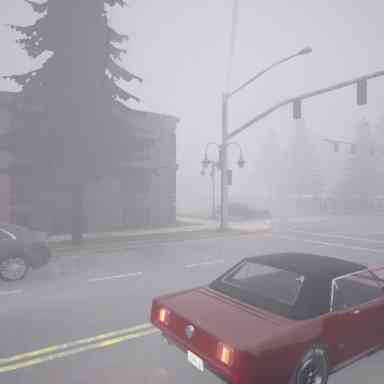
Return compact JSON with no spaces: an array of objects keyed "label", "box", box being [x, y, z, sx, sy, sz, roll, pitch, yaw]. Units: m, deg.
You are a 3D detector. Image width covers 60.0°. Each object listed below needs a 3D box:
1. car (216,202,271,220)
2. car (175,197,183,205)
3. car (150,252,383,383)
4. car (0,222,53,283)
[{"label":"car","box":[4.325,1.547,28.847,2.033,1.411,5.357,0,0,-33]},{"label":"car","box":[-3.420,1.526,60.039,1.812,1.442,4.674,0,0,-33]},{"label":"car","box":[1.881,1.601,4.976,4.718,1.301,1.895,0,0,-34]},{"label":"car","box":[-6.069,1.505,8.178,4.892,1.490,1.837,0,0,-35]}]
